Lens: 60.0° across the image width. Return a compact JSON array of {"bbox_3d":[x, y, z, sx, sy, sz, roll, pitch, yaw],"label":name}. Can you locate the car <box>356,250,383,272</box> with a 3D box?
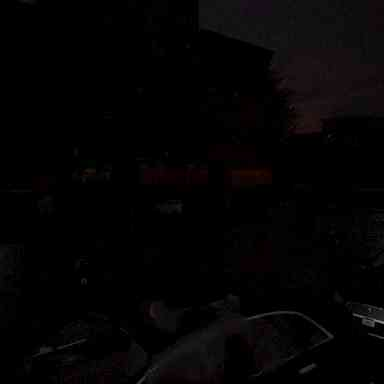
[{"bbox_3d":[4.188,1.549,5.817,4.403,1.369,2.008,0,-2,-35],"label":"car"}]

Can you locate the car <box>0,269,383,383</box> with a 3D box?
[{"bbox_3d":[-0.251,1.550,2.656,4.403,1.369,2.008,0,-2,-35],"label":"car"}]
